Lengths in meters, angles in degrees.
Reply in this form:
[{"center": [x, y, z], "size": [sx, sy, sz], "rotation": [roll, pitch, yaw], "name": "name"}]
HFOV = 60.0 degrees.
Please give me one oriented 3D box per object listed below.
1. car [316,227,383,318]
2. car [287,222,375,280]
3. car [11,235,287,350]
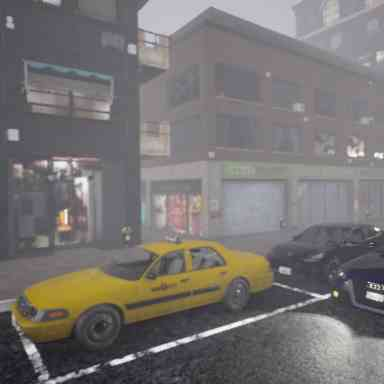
[{"center": [4.669, 1.557, 6.678], "size": [4.181, 1.385, 1.994], "rotation": [0, 0, -35], "name": "car"}, {"center": [4.069, 1.557, 9.445], "size": [4.313, 1.339, 1.947], "rotation": [0, -1, -35], "name": "car"}, {"center": [-0.580, 1.519, 6.156], "size": [4.829, 1.417, 1.752], "rotation": [0, -1, -35], "name": "car"}]
